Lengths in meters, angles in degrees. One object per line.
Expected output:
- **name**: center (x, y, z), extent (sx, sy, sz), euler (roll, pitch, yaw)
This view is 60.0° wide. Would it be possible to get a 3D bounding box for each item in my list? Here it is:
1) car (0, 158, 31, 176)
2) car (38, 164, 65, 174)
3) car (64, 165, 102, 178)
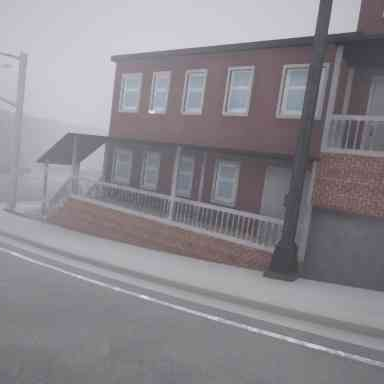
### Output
- **car**: center (-18.592, -2.391, 32.807), extent (1.895, 1.301, 4.718), euler (11, 6, 34)
- **car**: center (-16.559, -2.948, 41.544), extent (1.895, 1.301, 4.718), euler (11, 7, 35)
- **car**: center (-12.717, -2.385, 40.969), extent (1.895, 1.301, 4.718), euler (11, 7, 35)
